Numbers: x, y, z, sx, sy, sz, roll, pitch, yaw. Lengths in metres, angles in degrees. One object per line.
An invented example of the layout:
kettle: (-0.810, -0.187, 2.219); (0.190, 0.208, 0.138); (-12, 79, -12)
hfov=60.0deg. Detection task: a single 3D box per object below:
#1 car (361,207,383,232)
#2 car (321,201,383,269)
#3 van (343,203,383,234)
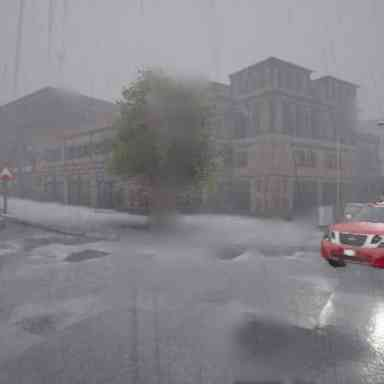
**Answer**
car: (15.169, 2.070, 24.555); (4.553, 1.767, 2.185); (0, -3, 34)
car: (6.429, 1.313, 10.447); (5.566, 2.045, 2.150); (1, -1, -36)
van: (12.878, 1.811, 22.719); (4.442, 1.987, 1.878); (0, -2, 34)
